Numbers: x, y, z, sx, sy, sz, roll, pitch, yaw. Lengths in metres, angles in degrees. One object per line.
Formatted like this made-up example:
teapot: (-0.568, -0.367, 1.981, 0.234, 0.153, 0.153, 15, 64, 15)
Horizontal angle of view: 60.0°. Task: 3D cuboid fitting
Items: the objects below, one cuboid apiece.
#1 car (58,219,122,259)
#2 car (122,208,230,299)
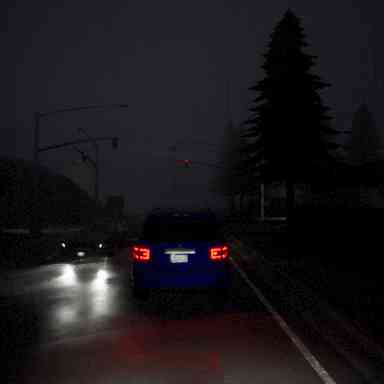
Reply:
car: (-3.728, 1.873, 14.426, 2.033, 1.411, 5.357, 0, -1, 5)
car: (-0.240, 1.439, 9.239, 2.150, 2.045, 5.566, 0, -1, 0)
